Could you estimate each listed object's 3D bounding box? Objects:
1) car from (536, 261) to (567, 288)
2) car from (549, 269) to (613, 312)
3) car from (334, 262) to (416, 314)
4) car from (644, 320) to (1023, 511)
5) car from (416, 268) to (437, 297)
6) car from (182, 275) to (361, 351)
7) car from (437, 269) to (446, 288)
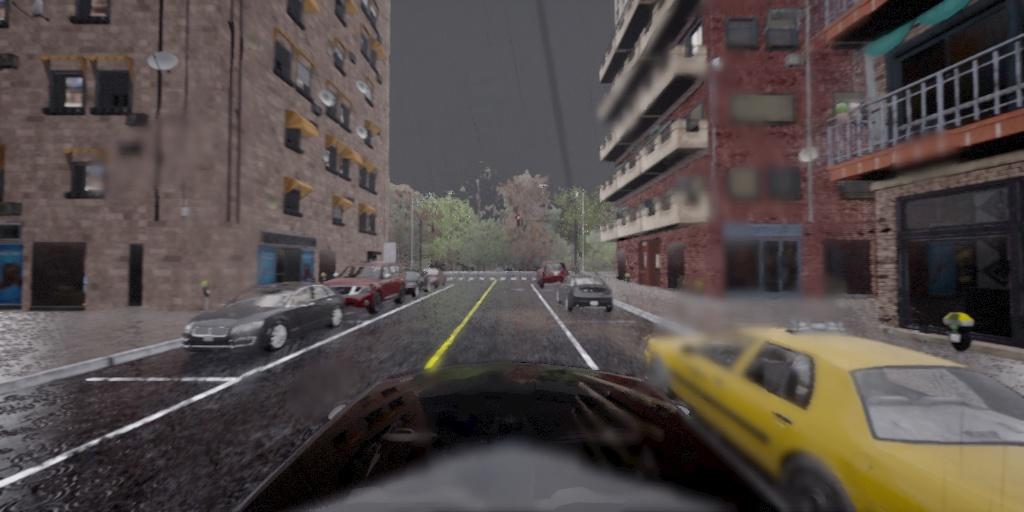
[{"bbox_3d":[2.833,1.277,25.708,2.192,1.841,5.009,0,0,0],"label":"car"},{"bbox_3d":[2.832,1.414,14.573,2.007,1.370,4.403,0,0,0],"label":"car"},{"bbox_3d":[-5.816,1.178,14.607,2.192,1.841,5.009,0,0,0],"label":"car"},{"bbox_3d":[2.829,1.291,3.607,1.751,1.417,4.829,0,0,0],"label":"car"},{"bbox_3d":[-5.815,1.479,20.176,1.948,1.339,4.313,0,0,0],"label":"car"},{"bbox_3d":[-5.817,1.365,9.040,2.007,1.370,4.403,0,0,0],"label":"car"},{"bbox_3d":[-5.815,1.544,25.743,1.802,1.307,4.207,0,0,0],"label":"car"}]
